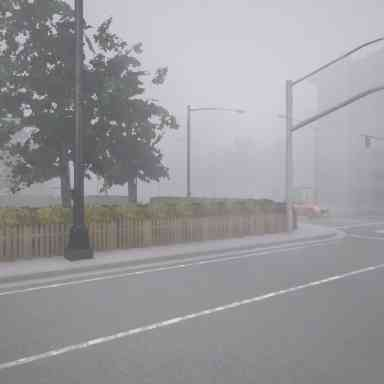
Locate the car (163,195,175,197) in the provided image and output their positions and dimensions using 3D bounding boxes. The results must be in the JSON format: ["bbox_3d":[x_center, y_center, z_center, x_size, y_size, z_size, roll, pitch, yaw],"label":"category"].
[{"bbox_3d":[-4.339,1.352,56.455,2.097,1.767,4.553,0,0,-34],"label":"car"}]

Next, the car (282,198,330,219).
[{"bbox_3d":[9.838,1.352,29.541,2.097,1.767,4.553,0,0,-35],"label":"car"}]
